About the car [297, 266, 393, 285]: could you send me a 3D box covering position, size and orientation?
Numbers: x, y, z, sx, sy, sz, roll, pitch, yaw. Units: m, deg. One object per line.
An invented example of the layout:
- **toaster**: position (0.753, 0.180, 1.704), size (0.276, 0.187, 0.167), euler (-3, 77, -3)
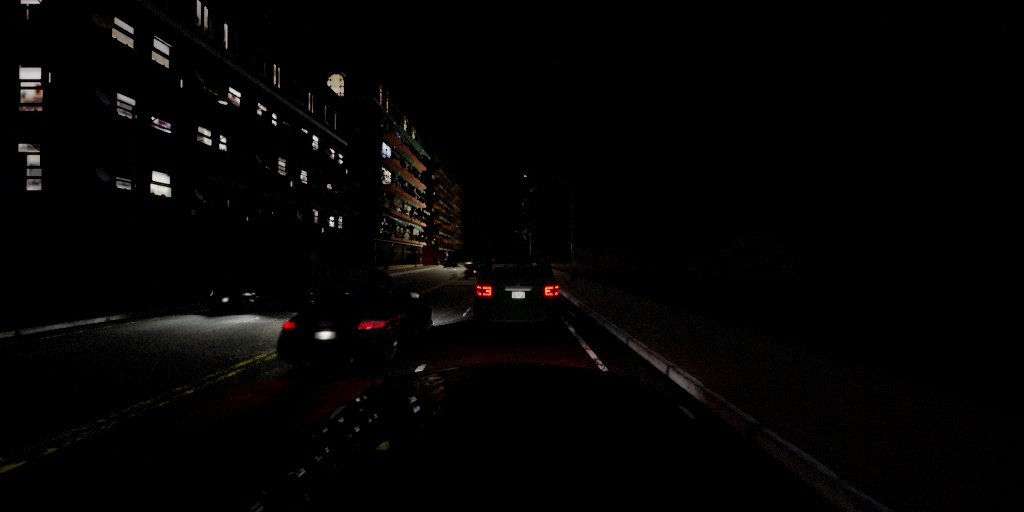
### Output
- **car**: position (-6.594, 1.231, 15.219), size (1.882, 1.535, 5.008), euler (0, 0, 0)

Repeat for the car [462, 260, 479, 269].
- **car**: position (-6.562, 1.303, 57.349), size (2.033, 1.411, 5.357), euler (0, 0, 0)

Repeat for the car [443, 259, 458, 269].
- **car**: position (-9.808, 1.261, 57.308), size (1.837, 1.490, 4.892), euler (0, 0, 0)

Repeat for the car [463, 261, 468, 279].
- **car**: position (-3.136, 1.320, 32.797), size (1.994, 1.385, 4.181), euler (0, 0, 0)

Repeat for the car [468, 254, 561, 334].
- **car**: position (0.106, 0.974, 10.784), size (2.150, 2.045, 5.566), euler (0, 0, -1)

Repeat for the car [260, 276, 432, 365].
- **car**: position (-3.150, 1.315, 8.054), size (1.994, 1.385, 4.181), euler (0, 0, 0)

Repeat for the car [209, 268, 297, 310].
- **car**: position (-9.845, 1.258, 14.740), size (1.837, 1.490, 4.892), euler (0, 0, 0)
